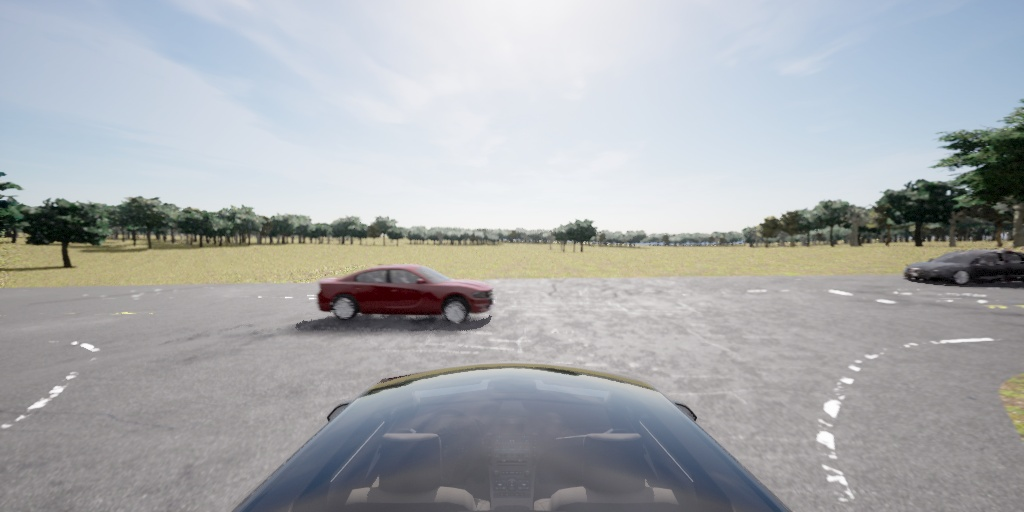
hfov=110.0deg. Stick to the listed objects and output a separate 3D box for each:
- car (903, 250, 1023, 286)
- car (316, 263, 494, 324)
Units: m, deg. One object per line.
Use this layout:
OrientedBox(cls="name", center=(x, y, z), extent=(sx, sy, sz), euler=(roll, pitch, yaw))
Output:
OrientedBox(cls="car", center=(20.412, 0.509, 15.842), extent=(4.892, 1.490, 1.837), euler=(-2, 3, 4))
OrientedBox(cls="car", center=(-3.037, 0.978, 10.495), extent=(5.008, 1.535, 1.882), euler=(0, 2, 4))
